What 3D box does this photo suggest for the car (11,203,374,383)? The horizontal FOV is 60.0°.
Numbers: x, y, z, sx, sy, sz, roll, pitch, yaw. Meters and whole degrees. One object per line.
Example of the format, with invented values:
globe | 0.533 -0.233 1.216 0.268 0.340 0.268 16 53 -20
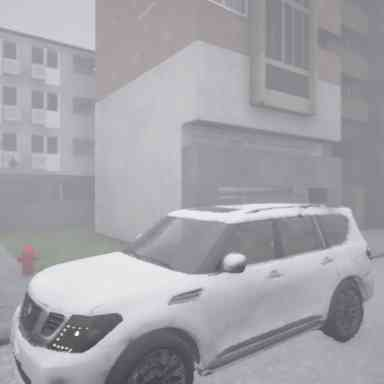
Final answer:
car | 0.488 1.220 4.950 5.566 2.045 2.150 0 0 -35
